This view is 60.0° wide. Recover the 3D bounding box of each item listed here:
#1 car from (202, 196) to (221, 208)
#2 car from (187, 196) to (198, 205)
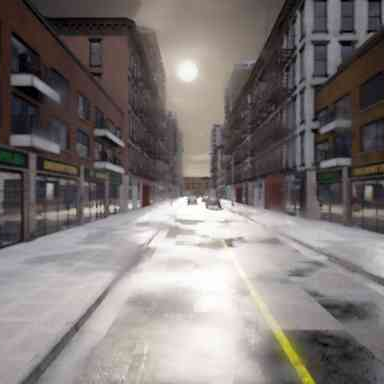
[{"bbox_3d":[2.940,1.331,47.574,2.097,1.767,4.553,0,0,0],"label":"car"},{"bbox_3d":[0.077,1.479,59.046,2.128,1.511,4.902,0,0,1],"label":"car"}]
